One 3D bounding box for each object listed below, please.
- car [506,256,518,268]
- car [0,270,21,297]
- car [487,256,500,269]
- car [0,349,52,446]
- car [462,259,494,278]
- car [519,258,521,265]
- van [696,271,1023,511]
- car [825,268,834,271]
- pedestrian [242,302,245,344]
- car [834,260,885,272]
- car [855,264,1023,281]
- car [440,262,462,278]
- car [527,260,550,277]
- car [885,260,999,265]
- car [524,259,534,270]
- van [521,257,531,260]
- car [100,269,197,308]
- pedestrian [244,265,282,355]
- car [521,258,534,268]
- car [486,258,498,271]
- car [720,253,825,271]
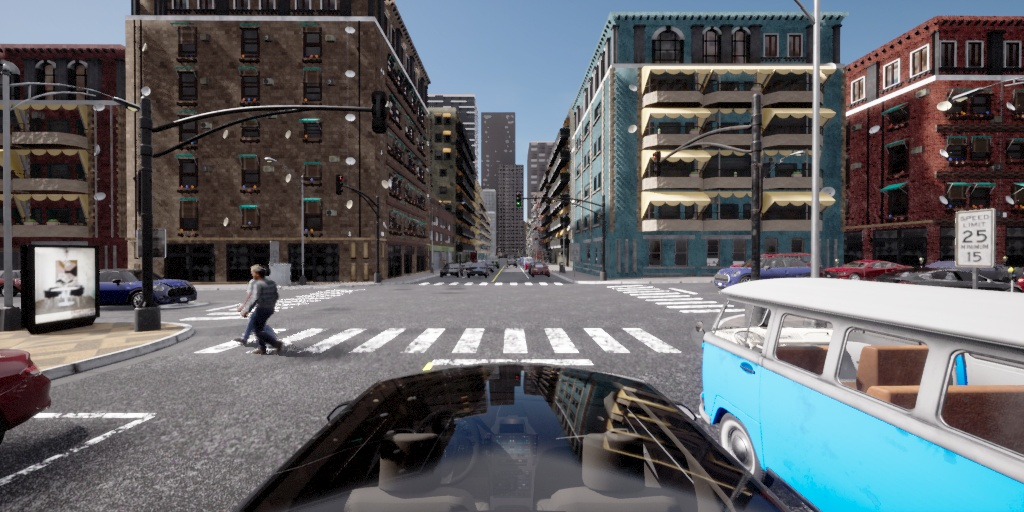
[{"bbox_3d":[-0.017,1.273,63.448,1.837,1.490,4.892,0,0,0],"label":"car"},{"bbox_3d":[-30.266,1.574,21.359,4.097,1.591,1.967,0,0,0],"label":"car"},{"bbox_3d":[-3.098,0.987,56.521,2.150,2.045,5.566,0,0,0],"label":"car"},{"bbox_3d":[-5.692,1.332,2.014,1.802,1.307,4.207,0,0,0],"label":"car"},{"bbox_3d":[-3.104,1.300,34.004,2.033,1.411,5.357,0,0,0],"label":"car"},{"bbox_3d":[2.674,1.333,62.026,1.948,1.339,4.313,0,0,0],"label":"car"},{"bbox_3d":[2.689,1.091,2.015,1.690,1.789,3.998,0,0,0],"label":"van"},{"bbox_3d":[15.767,0.781,21.572,5.009,1.841,2.192,0,0,0],"label":"car"},{"bbox_3d":[-5.455,1.044,7.772,0.375,1.860,0.375,0,0,0],"label":"pedestrian"},{"bbox_3d":[21.338,0.931,21.614,4.507,1.381,1.888,0,0,0],"label":"car"},{"bbox_3d":[15.791,1.097,13.192,4.313,1.339,1.948,0,0,0],"label":"car"},{"bbox_3d":[-5.700,1.318,34.419,1.948,1.339,4.313,0,0,0],"label":"car"},{"bbox_3d":[2.681,1.335,34.409,1.802,1.307,4.207,0,0,0],"label":"car"},{"bbox_3d":[23.659,0.920,19.037,5.357,1.411,2.033,-1,0,0],"label":"car"},{"bbox_3d":[2.679,1.320,39.932,1.948,1.339,4.313,0,0,0],"label":"car"},{"bbox_3d":[2.675,1.104,56.502,1.690,1.789,3.998,0,0,0],"label":"van"},{"bbox_3d":[-16.563,1.332,15.571,4.553,1.767,2.097,-1,0,-1],"label":"car"},{"bbox_3d":[-4.966,1.043,7.175,0.375,1.860,0.375,0,0,0],"label":"pedestrian"},{"bbox_3d":[2.677,1.305,50.979,1.888,1.381,4.507,0,0,0],"label":"car"},{"bbox_3d":[-3.112,1.304,44.406,2.033,1.411,5.357,0,0,-1],"label":"car"},{"bbox_3d":[13.272,0.874,18.996,4.553,1.767,2.097,-1,0,1],"label":"car"}]
